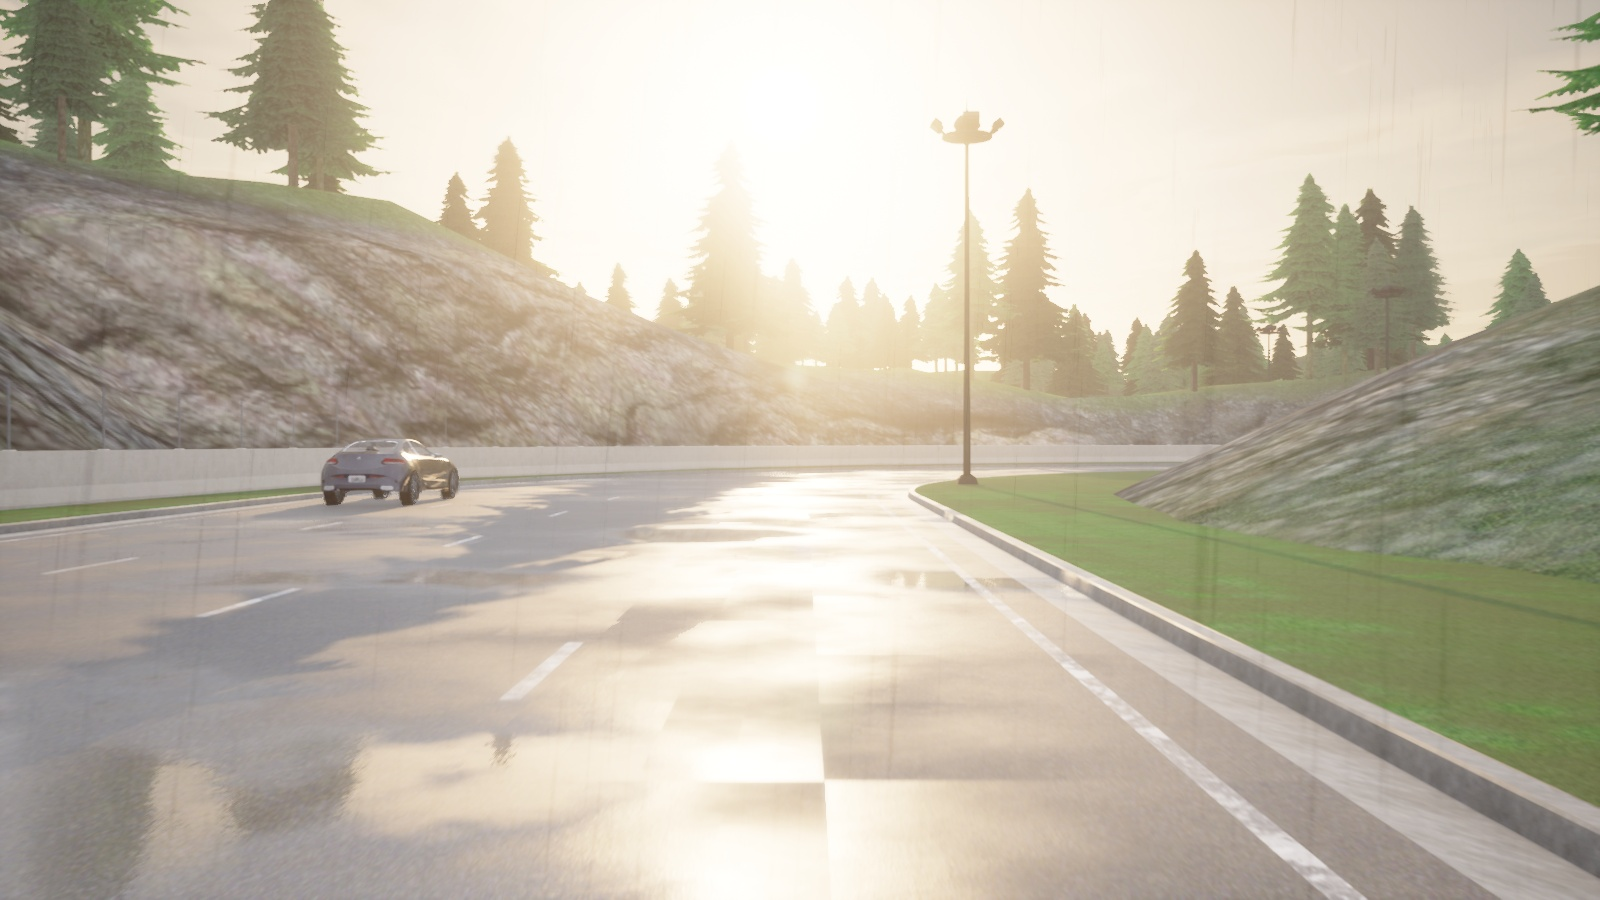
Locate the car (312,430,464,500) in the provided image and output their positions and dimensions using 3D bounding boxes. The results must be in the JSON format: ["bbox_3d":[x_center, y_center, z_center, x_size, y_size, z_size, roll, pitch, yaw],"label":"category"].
[{"bbox_3d":[-10.292,0.337,31.827,2.152,1.651,5.027,0,0,1],"label":"car"}]
